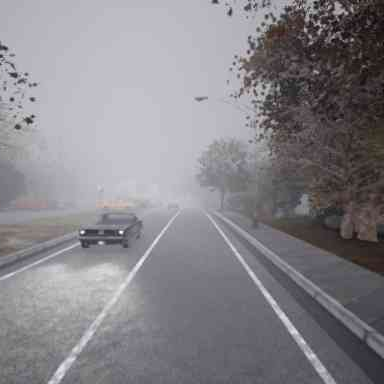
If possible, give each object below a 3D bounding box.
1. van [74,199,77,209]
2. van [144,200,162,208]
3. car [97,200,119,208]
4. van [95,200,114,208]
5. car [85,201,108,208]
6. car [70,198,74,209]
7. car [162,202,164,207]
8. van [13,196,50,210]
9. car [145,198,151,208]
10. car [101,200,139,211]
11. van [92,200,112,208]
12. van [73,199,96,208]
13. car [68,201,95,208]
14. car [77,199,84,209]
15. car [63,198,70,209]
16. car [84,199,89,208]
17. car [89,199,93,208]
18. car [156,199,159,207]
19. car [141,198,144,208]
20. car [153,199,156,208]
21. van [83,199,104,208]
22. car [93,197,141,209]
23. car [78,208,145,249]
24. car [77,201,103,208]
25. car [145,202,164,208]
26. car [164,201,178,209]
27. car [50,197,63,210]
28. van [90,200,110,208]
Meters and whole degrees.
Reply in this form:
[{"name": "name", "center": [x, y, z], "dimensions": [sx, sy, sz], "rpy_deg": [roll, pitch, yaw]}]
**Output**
[{"name": "van", "center": [-23.533, 2.026, 59.354], "dimensions": [4.442, 1.987, 1.878], "rpy_deg": [0, -2, 0]}, {"name": "van", "center": [-10.210, 3.077, 86.870], "dimensions": [4.442, 1.987, 1.878], "rpy_deg": [0, -3, 0]}, {"name": "car", "center": [-23.376, 3.331, 92.429], "dimensions": [5.566, 2.045, 2.435], "rpy_deg": [0, -3, 0]}, {"name": "van", "center": [-23.522, 3.213, 89.661], "dimensions": [4.442, 1.987, 1.878], "rpy_deg": [0, -3, 0]}, {"name": "car", "center": [-23.413, 3.042, 81.493], "dimensions": [5.008, 1.535, 2.097], "rpy_deg": [0, -2, 0]}, {"name": "car", "center": [-23.411, 2.154, 56.577], "dimensions": [4.892, 1.521, 2.231], "rpy_deg": [0, -2, 0]}, {"name": "car", "center": [-10.356, 2.908, 84.099], "dimensions": [5.566, 2.045, 2.435], "rpy_deg": [0, -3, 0]}, {"name": "van", "center": [-23.537, 1.652, 48.161], "dimensions": [4.442, 1.987, 1.878], "rpy_deg": [0, -2, 0]}, {"name": "car", "center": [-10.309, 1.903, 56.371], "dimensions": [5.566, 2.045, 2.435], "rpy_deg": [0, -2, 0]}, {"name": "car", "center": [-10.346, 1.884, 48.046], "dimensions": [4.892, 1.521, 2.231], "rpy_deg": [0, -2, 0]}, {"name": "van", "center": [-23.523, 3.076, 87.019], "dimensions": [4.442, 1.987, 1.878], "rpy_deg": [0, -3, 0]}, {"name": "van", "center": [-23.528, 2.520, 73.196], "dimensions": [4.442, 1.987, 1.878], "rpy_deg": [0, -2, 0]}, {"name": "car", "center": [-23.406, 2.648, 70.420], "dimensions": [4.892, 1.521, 2.231], "rpy_deg": [0, -2, 0]}, {"name": "car", "center": [-23.384, 2.225, 62.118], "dimensions": [4.553, 1.767, 2.185], "rpy_deg": [0, -2, 0]}, {"name": "car", "center": [-23.233, 2.053, 53.811], "dimensions": [5.366, 1.575, 1.946], "rpy_deg": [0, -2, 0]}, {"name": "car", "center": [-23.409, 2.445, 64.757], "dimensions": [5.008, 1.535, 2.097], "rpy_deg": [0, -2, 0]}, {"name": "car", "center": [-23.408, 2.548, 67.651], "dimensions": [5.008, 1.535, 2.097], "rpy_deg": [0, -2, 0]}, {"name": "car", "center": [-10.301, 2.778, 73.006], "dimensions": [4.792, 1.488, 2.163], "rpy_deg": [0, -2, 0]}, {"name": "car", "center": [-10.346, 1.966, 50.817], "dimensions": [5.008, 1.535, 2.097], "rpy_deg": [0, -2, 0]}, {"name": "car", "center": [-10.339, 2.550, 67.460], "dimensions": [5.008, 1.535, 2.097], "rpy_deg": [0, -2, 0]}, {"name": "van", "center": [-23.292, 2.718, 78.732], "dimensions": [4.442, 1.987, 1.878], "rpy_deg": [0, -2, 0]}, {"name": "car", "center": [-10.156, 1.805, 45.278], "dimensions": [5.366, 1.575, 1.946], "rpy_deg": [0, -2, 0]}, {"name": "car", "center": [-3.350, 1.575, 14.495], "dimensions": [1.895, 1.301, 4.718], "rpy_deg": [0, 0, 0]}, {"name": "car", "center": [-23.226, 2.842, 75.958], "dimensions": [5.366, 1.575, 1.946], "rpy_deg": [0, -2, 0]}, {"name": "car", "center": [-10.319, 3.590, 92.403], "dimensions": [5.008, 1.535, 2.097], "rpy_deg": [0, -3, 0]}, {"name": "car", "center": [-3.303, 2.227, 57.001], "dimensions": [1.812, 1.442, 4.674], "rpy_deg": [0, -2, 1]}, {"name": "car", "center": [-23.447, 1.712, 51.052], "dimensions": [5.566, 2.045, 2.435], "rpy_deg": [0, -2, 0]}, {"name": "van", "center": [-23.291, 2.926, 84.120], "dimensions": [4.442, 1.987, 1.878], "rpy_deg": [0, -3, 0]}]
